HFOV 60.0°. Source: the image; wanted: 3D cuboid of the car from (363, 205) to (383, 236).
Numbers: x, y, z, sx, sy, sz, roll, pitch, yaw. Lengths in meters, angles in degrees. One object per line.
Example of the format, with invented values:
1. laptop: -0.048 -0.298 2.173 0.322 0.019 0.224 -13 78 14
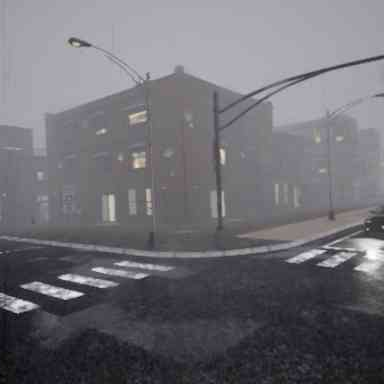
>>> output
1. car: 9.685 1.308 15.951 1.994 1.385 4.181 -2 0 41
